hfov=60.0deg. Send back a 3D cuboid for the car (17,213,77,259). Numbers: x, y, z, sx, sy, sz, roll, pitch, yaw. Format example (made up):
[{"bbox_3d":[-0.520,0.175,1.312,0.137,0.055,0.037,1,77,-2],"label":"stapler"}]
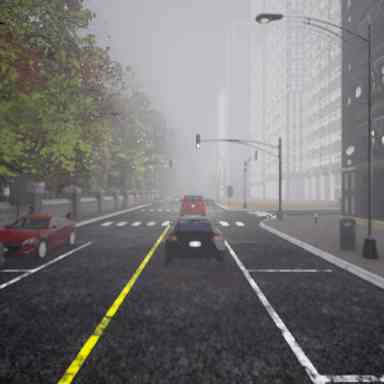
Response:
[{"bbox_3d":[-5.824,1.544,12.592,1.887,1.381,4.507,0,0,0],"label":"car"}]

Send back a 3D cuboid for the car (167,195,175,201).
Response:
[{"bbox_3d":[-5.728,1.509,89.937,1.967,1.590,4.097,0,0,0],"label":"car"}]

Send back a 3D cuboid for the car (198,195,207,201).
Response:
[{"bbox_3d":[2.655,1.500,84.309,1.967,1.590,4.097,0,0,0],"label":"car"}]

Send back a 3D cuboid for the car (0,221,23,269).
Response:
[{"bbox_3d":[-5.770,1.550,7.052,2.008,1.369,4.403,0,0,0],"label":"car"}]

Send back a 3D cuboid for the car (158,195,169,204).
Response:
[{"bbox_3d":[-5.718,1.476,67.408,1.967,1.590,4.097,0,0,0],"label":"car"}]

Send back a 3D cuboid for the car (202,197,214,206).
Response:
[{"bbox_3d":[2.666,1.591,56.147,1.947,1.339,4.313,0,0,0],"label":"car"}]

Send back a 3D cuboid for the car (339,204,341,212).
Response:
[{"bbox_3d":[14.660,1.280,27.928,4.313,1.339,1.947,-1,1,0],"label":"car"}]

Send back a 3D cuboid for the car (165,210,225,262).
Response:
[{"bbox_3d":[0.095,1.564,12.182,1.994,1.385,4.181,0,0,0],"label":"car"}]

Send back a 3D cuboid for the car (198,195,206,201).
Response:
[{"bbox_3d":[2.652,1.509,89.941,1.967,1.590,4.097,0,0,0],"label":"car"}]

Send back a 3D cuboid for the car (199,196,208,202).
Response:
[{"bbox_3d":[2.657,1.596,78.677,1.887,1.381,4.507,0,0,0],"label":"car"}]

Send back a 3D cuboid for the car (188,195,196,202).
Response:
[{"bbox_3d":[-0.036,1.541,77.764,1.837,1.490,4.892,0,0,0],"label":"car"}]

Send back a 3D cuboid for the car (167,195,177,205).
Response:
[{"bbox_3d":[-3.061,1.575,59.798,2.033,1.411,5.357,0,0,1],"label":"car"}]

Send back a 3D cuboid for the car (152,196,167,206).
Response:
[{"bbox_3d":[-5.714,1.606,56.143,1.802,1.307,4.206,0,0,0],"label":"car"}]

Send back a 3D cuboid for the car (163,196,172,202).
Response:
[{"bbox_3d":[-5.723,1.576,78.503,1.752,1.417,4.829,0,0,0],"label":"car"}]

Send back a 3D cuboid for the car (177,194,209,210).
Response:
[{"bbox_3d":[0.087,1.229,29.892,2.150,2.045,5.566,0,0,0],"label":"car"}]

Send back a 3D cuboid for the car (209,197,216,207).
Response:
[{"bbox_3d":[2.668,1.586,50.514,1.947,1.339,4.313,0,0,0],"label":"car"}]

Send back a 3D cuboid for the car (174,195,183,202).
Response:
[{"bbox_3d":[-3.033,1.545,75.301,1.837,1.490,4.892,0,0,0],"label":"car"}]

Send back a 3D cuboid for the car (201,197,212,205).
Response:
[{"bbox_3d":[2.664,1.596,61.779,1.947,1.339,4.313,0,0,0],"label":"car"}]
